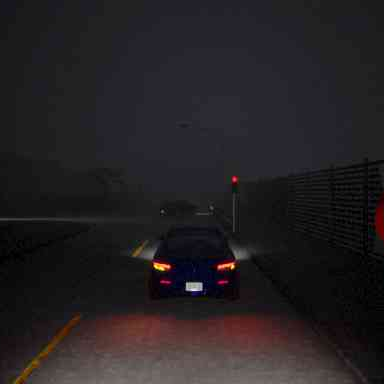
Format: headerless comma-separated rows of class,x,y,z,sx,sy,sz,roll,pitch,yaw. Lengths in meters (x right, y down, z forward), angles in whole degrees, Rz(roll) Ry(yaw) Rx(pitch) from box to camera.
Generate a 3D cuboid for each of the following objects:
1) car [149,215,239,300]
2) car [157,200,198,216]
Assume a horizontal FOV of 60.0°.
car,0.058,1.526,8.244,1.812,1.442,4.674,0,0,1
car,-1.308,1.505,32.054,1.837,1.490,4.892,3,2,34
